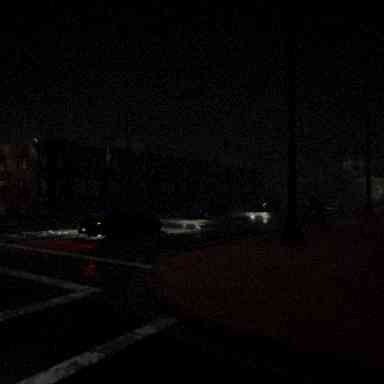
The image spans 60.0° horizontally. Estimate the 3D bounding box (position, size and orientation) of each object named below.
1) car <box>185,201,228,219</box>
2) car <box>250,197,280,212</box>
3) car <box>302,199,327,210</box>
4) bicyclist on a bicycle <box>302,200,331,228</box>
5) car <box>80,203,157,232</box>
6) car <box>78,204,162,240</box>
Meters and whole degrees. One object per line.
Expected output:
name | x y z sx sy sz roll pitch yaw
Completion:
car | 1.407 1.552 29.951 1.882 1.535 5.008 -1 0 37
car | 8.738 1.426 39.709 2.097 1.767 4.553 -1 -1 37
car | 15.952 1.586 43.273 2.033 1.411 5.357 -1 0 37
bicyclist on a bicycle | 7.258 1.273 19.449 1.656 1.620 0.582 -1 -1 37
car | -4.670 1.579 21.845 1.837 1.490 4.892 -1 0 37
car | -3.622 1.566 17.339 1.812 1.442 4.674 -1 -1 38
